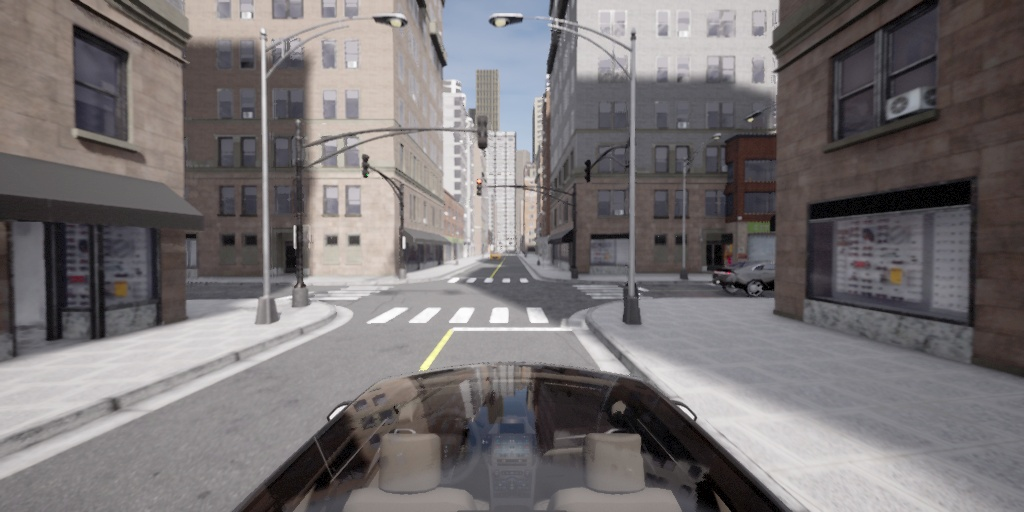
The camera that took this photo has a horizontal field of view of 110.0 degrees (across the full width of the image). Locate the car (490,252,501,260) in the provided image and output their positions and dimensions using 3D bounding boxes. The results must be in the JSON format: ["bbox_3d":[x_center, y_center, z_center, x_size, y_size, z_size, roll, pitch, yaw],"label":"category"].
[{"bbox_3d":[-2.999,-0.042,65.370,1.882,1.535,5.008,0,1,0],"label":"car"}]

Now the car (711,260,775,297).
[{"bbox_3d":[11.428,0.934,15.697,4.902,1.511,2.128,0,1,0],"label":"car"}]
